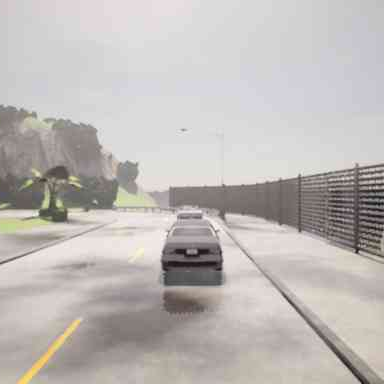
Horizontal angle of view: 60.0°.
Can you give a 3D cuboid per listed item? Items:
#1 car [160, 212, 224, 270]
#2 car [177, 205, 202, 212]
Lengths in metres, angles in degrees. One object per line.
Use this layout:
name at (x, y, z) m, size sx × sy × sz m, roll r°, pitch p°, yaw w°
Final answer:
car at (0.018, 1.620, 11.212) m, size 2.033 × 1.411 × 5.357 m, roll 0°, pitch 0°, yaw 0°
car at (-0.292, 1.784, 28.459) m, size 1.895 × 1.301 × 4.718 m, roll 0°, pitch 0°, yaw -6°
